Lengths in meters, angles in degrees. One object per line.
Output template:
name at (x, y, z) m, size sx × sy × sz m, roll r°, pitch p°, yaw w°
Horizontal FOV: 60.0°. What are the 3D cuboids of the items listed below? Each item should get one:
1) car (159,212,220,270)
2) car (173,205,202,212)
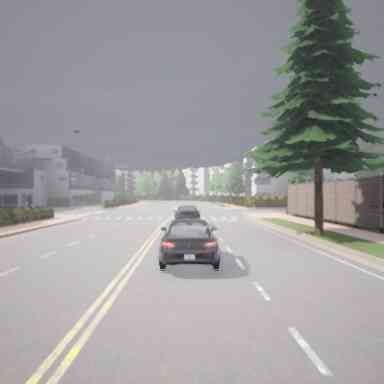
car at (-0.101, 1.633, 11.324) m, size 1.812 × 1.442 × 4.674 m, roll 0°, pitch -1°, yaw -1°
car at (-0.334, 1.735, 24.538) m, size 1.837 × 1.490 × 4.892 m, roll 0°, pitch -1°, yaw -1°
